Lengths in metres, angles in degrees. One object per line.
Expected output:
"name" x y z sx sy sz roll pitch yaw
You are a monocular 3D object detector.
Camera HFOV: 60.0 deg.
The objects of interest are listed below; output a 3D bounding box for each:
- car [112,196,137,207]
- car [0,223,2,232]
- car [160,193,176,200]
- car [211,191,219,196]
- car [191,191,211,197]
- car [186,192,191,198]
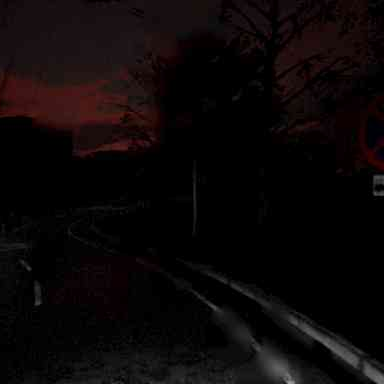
"car" -10.032 1.393 49.419 1.882 1.535 5.008 -1 1 19
"car" -12.885 1.794 18.945 4.181 1.385 1.994 -1 0 27
"car" -4.798 0.858 64.974 1.882 1.535 5.008 -1 -4 19
"car" 5.428 0.365 85.182 1.895 1.301 4.718 -1 1 19
"car" 2.102 0.677 75.276 1.837 1.490 4.892 -1 1 19
"car" 0.044 0.726 79.356 1.895 1.301 4.718 -1 1 19
